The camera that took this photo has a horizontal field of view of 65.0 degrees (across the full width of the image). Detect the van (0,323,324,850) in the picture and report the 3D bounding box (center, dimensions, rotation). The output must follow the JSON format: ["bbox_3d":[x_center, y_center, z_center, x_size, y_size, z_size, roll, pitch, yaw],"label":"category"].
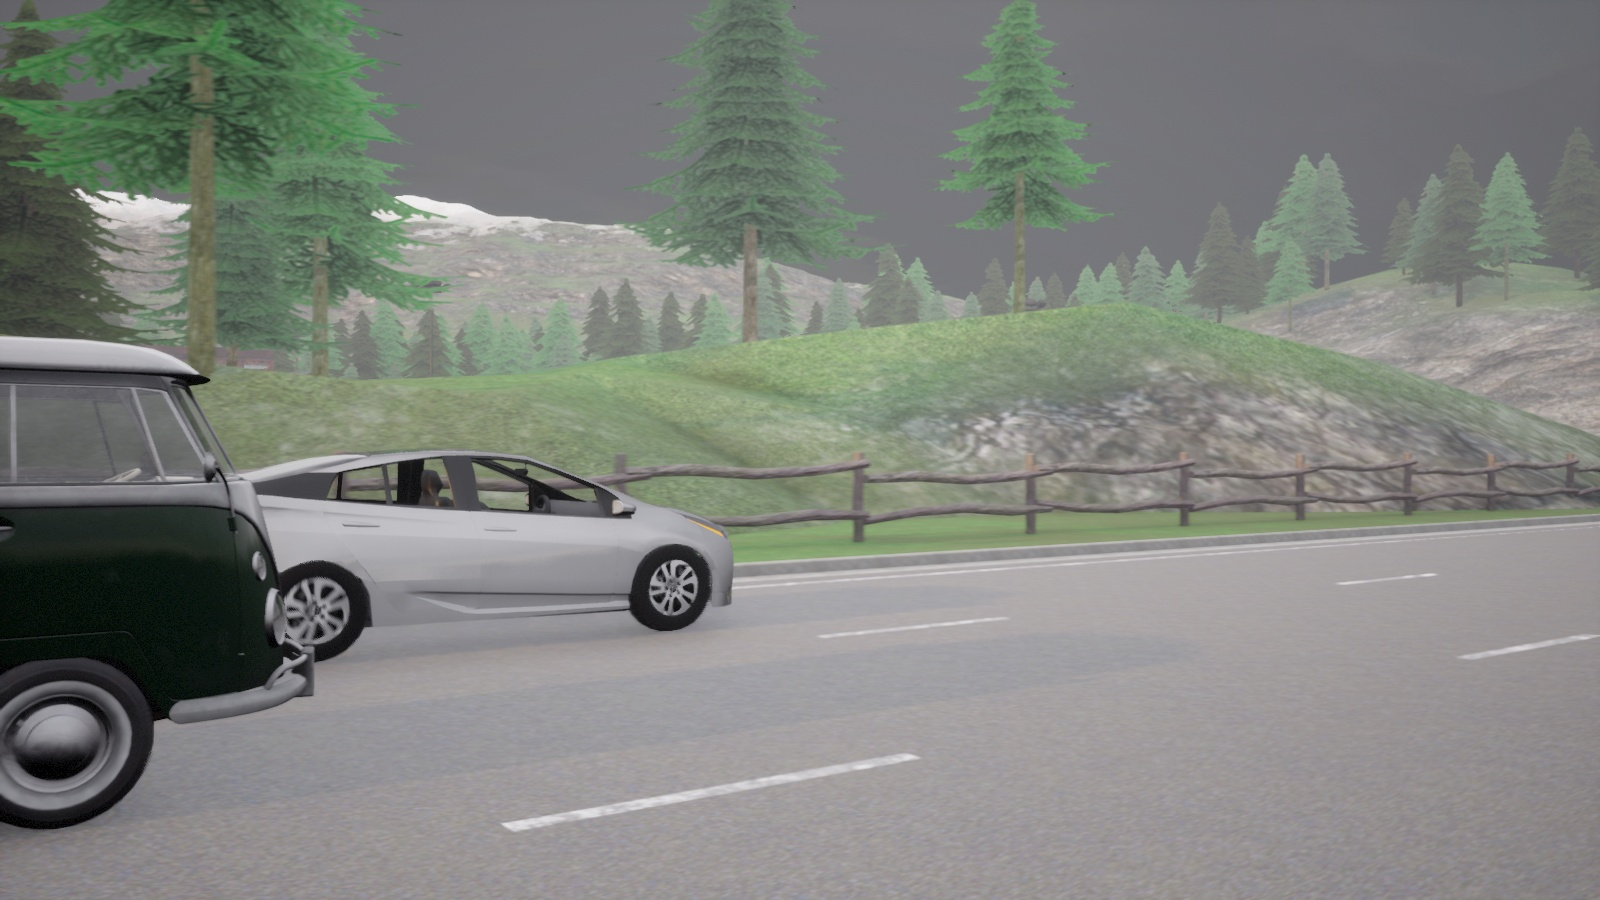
[{"bbox_3d":[-4.384,0.519,4.873,4.442,1.987,1.775,0,0,-35],"label":"van"}]

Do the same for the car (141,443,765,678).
[{"bbox_3d":[-2.730,0.721,10.288,4.514,1.525,2.007,0,0,-35],"label":"car"}]
